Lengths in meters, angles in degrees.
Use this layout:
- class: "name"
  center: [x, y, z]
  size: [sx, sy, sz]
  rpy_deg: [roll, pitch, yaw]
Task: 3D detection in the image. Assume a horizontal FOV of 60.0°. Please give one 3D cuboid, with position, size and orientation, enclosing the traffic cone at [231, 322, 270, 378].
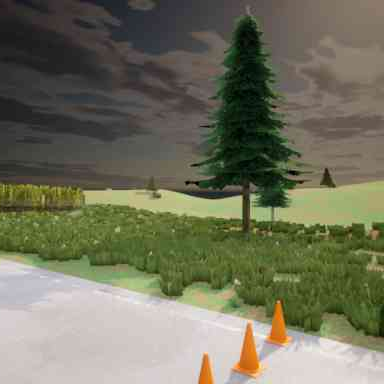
- class: "traffic cone"
  center: [0.729, 1.955, 4.242]
  size: [0.340, 0.580, 0.340]
  rpy_deg: [0, 0, 36]

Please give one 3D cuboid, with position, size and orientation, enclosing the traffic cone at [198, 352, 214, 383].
- class: "traffic cone"
  center: [0.145, 1.955, 3.431]
  size: [0.340, 0.580, 0.340]
  rpy_deg: [0, 0, 36]

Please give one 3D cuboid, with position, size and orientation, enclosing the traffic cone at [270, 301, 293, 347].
- class: "traffic cone"
  center: [1.314, 1.955, 5.053]
  size: [0.340, 0.580, 0.340]
  rpy_deg: [0, 0, 36]
